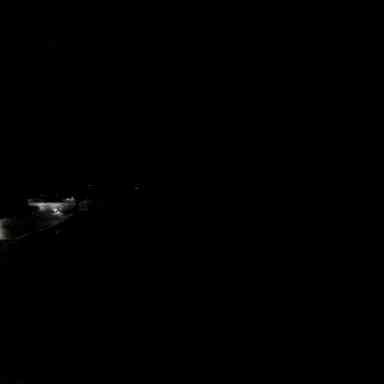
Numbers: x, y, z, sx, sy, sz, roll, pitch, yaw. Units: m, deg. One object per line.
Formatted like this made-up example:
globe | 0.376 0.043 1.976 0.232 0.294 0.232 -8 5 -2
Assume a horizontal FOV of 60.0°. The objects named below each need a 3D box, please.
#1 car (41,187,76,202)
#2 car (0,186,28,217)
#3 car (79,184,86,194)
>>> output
car | -14.646 0.178 36.186 1.837 1.490 4.892 0 3 1
car | -14.297 0.612 24.892 2.150 2.045 5.566 0 3 -4
car | -14.380 -0.447 45.535 2.128 1.511 4.902 0 4 3
